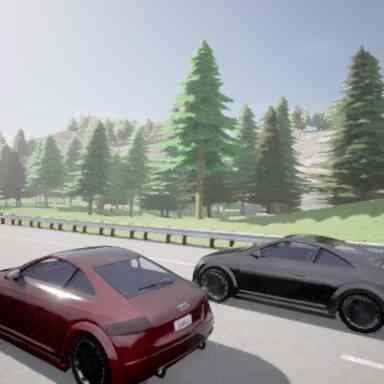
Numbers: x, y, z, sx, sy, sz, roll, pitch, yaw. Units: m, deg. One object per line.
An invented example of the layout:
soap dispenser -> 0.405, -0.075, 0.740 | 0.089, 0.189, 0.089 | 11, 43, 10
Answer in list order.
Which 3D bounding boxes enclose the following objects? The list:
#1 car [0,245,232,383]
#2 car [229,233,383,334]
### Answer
car -> -1.741, 1.565, 5.236 | 4.181, 1.385, 1.994 | 0, 0, 36
car -> 2.065, 1.564, 6.820 | 4.181, 1.385, 1.994 | 0, 0, 35
